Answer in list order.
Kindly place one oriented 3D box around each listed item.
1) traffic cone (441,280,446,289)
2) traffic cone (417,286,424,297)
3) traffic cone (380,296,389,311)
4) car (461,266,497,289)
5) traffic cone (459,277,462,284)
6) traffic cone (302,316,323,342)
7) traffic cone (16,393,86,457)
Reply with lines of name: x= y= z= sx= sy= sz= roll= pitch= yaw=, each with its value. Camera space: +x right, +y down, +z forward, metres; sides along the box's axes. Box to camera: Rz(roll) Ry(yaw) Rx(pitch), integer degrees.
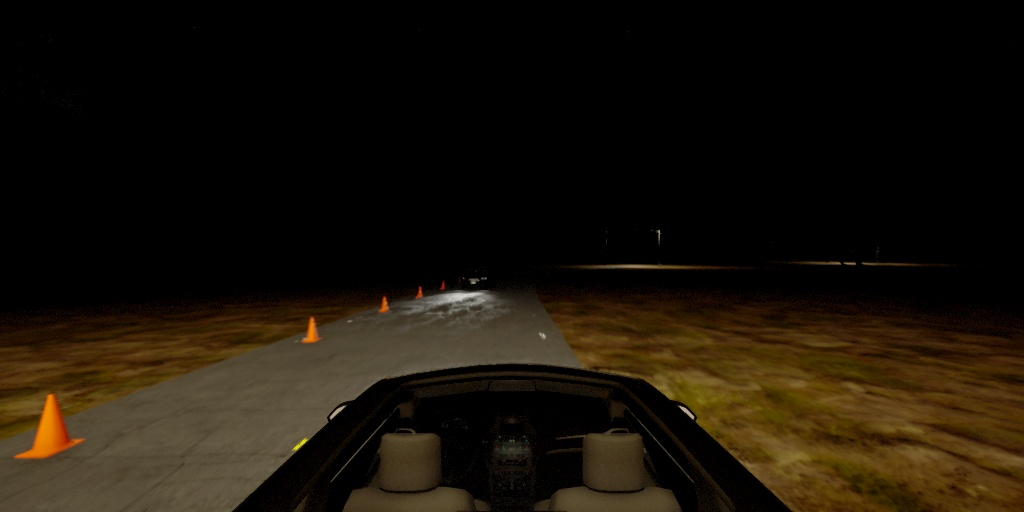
traffic cone: x=-4.601 y=1.913 z=24.046 sx=0.340 sy=0.580 sz=0.340 roll=0 pitch=0 yaw=4
traffic cone: x=-4.857 y=1.871 z=18.943 sx=0.340 sy=0.580 sz=0.340 roll=0 pitch=0 yaw=2
traffic cone: x=-4.922 y=1.826 z=13.862 sx=0.340 sy=0.580 sz=0.340 roll=0 pitch=0 yaw=0
car: x=-2.216 y=1.433 z=24.854 sx=2.128 sy=1.511 sz=4.902 roll=-1 pitch=-1 yaw=5
traffic cone: x=-4.144 y=1.952 z=29.136 sx=0.340 sy=0.580 sz=0.340 roll=0 pitch=0 yaw=6
traffic cone: x=-4.932 y=1.791 z=8.858 sx=0.340 sy=0.580 sz=0.340 roll=0 pitch=0 yaw=0
traffic cone: x=-4.942 y=1.777 z=3.854 sx=0.340 sy=0.580 sz=0.340 roll=0 pitch=0 yaw=0
